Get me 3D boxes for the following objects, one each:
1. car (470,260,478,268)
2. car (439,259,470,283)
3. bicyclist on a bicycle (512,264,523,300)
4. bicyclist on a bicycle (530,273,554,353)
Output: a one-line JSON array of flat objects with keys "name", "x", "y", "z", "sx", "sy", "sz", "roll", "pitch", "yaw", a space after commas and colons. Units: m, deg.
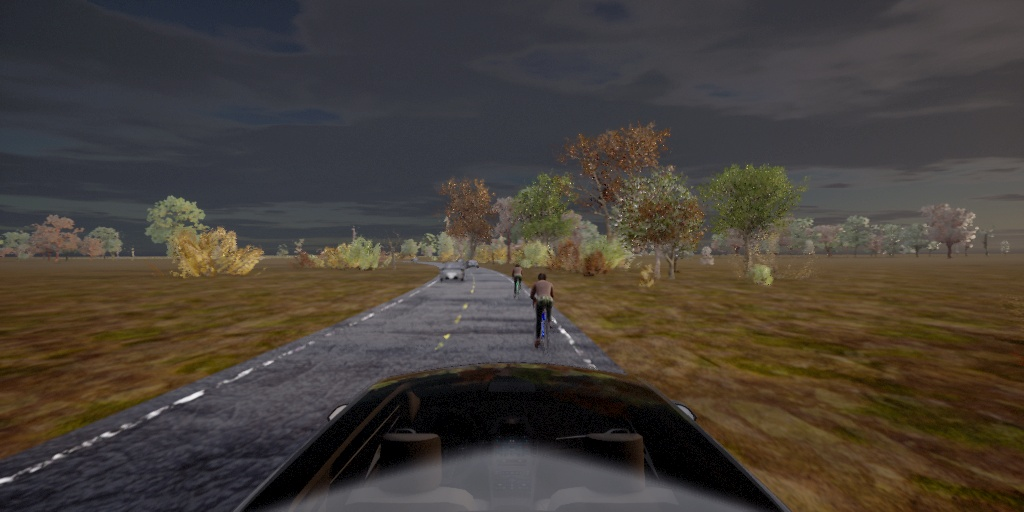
[{"name": "car", "x": -6.832, "y": 1.322, "z": 60.405, "sx": 2.033, "sy": 1.411, "sz": 5.357, "roll": 0, "pitch": 0, "yaw": -13}, {"name": "car", "x": -4.667, "y": 1.247, "z": 28.455, "sx": 2.128, "sy": 1.511, "sz": 4.902, "roll": 0, "pitch": 0, "yaw": -6}, {"name": "bicyclist on a bicycle", "x": 0.268, "y": 1.204, "z": 16.958, "sx": 0.582, "sy": 1.620, "sz": 1.656, "roll": 0, "pitch": 0, "yaw": -3}, {"name": "bicyclist on a bicycle", "x": 0.681, "y": 1.203, "z": 7.872, "sx": 0.582, "sy": 1.620, "sz": 1.656, "roll": 0, "pitch": 0, "yaw": -2}]
